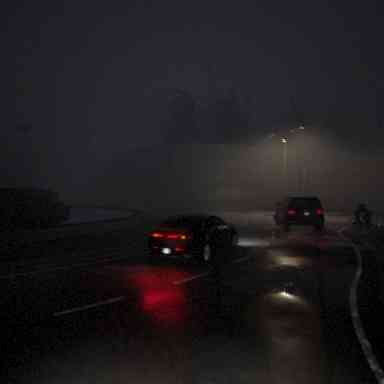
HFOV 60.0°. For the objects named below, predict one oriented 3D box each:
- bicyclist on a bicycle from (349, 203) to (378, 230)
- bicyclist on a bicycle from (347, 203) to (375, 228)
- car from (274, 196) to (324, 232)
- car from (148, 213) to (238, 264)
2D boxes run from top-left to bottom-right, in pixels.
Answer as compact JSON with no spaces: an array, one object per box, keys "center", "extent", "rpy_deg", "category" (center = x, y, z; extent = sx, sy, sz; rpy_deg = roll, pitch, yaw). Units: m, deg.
[{"center":[10.737,1.563,20.893],"extent":[1.656,1.620,0.582],"rpy_deg":[0,0,32],"category":"bicyclist on a bicycle"},{"center":[11.302,1.568,22.231],"extent":[1.656,1.620,0.582],"rpy_deg":[1,0,-14],"category":"bicyclist on a bicycle"},{"center":[6.636,1.291,20.987],"extent":[2.150,2.045,5.566],"rpy_deg":[1,0,7],"category":"car"},{"center":[0.246,1.510,12.056],"extent":[1.837,1.490,4.892],"rpy_deg":[1,0,25],"category":"car"}]
